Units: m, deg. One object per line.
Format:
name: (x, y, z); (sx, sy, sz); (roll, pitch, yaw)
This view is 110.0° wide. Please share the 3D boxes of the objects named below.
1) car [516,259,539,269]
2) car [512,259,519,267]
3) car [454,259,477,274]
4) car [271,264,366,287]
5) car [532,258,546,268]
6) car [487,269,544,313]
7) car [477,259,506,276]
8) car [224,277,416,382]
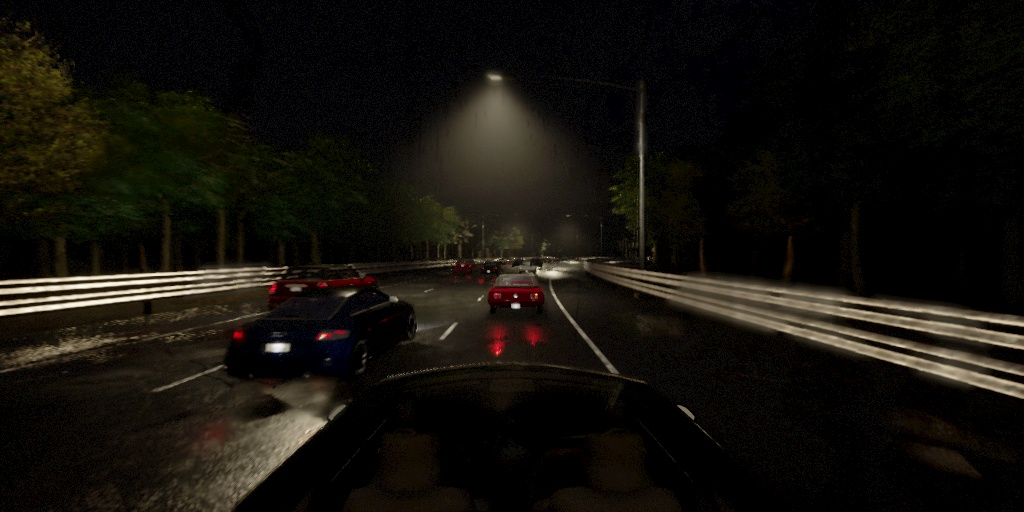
car: (1.811, 1.364, 41.097); (1.895, 1.301, 4.718); (0, 0, 5)
car: (1.214, 1.266, 65.340); (1.812, 1.442, 4.674); (0, 0, 9)
car: (-5.144, 1.100, 40.946); (2.097, 1.767, 4.553); (0, 0, 5)
car: (-6.755, 1.092, 13.436); (2.097, 1.767, 4.553); (0, 0, 2)
car: (4.280, 1.099, 62.422); (2.097, 1.767, 4.553); (0, 0, 8)
car: (0.194, 1.355, 14.023); (1.895, 1.301, 4.718); (0, 0, 2)
car: (-2.025, 1.281, 36.434); (1.812, 1.442, 4.674); (0, 0, 5)
car: (-3.379, 1.309, 7.225); (1.994, 1.385, 4.181); (0, 0, 1)
